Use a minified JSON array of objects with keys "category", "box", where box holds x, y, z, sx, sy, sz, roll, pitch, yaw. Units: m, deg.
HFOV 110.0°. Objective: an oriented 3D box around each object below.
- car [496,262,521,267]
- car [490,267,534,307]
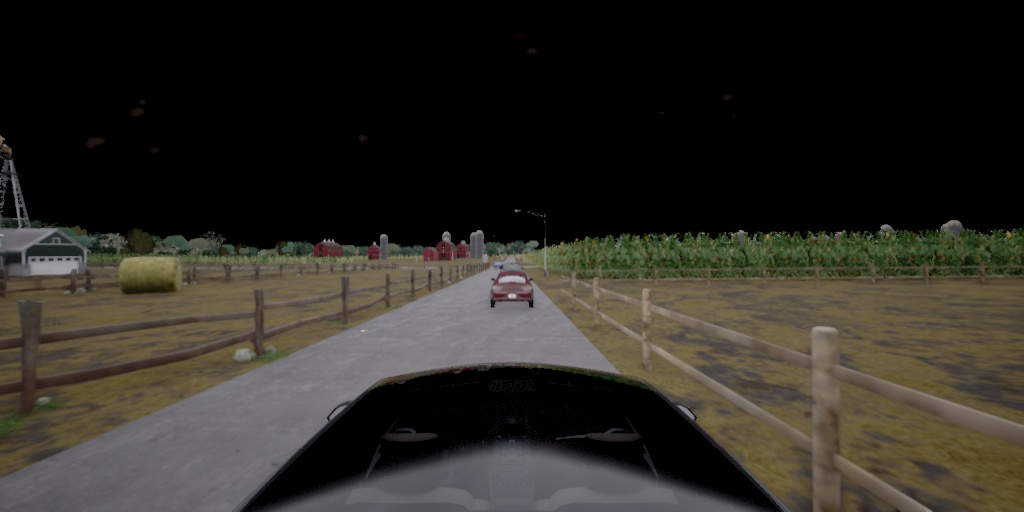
[{"category":"car","box":[0.007,1.383,30.916,2.097,1.767,4.553,0,-1,0]},{"category":"car","box":[0.008,1.415,16.229,1.812,1.442,4.674,0,0,0]}]
